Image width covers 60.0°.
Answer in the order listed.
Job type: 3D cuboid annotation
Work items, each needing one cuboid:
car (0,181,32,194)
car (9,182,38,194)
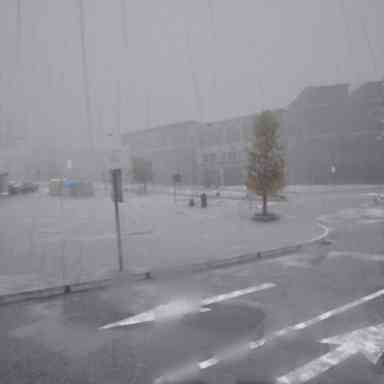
[{"bbox_3d":[-26.568,-0.747,49.322,2.231,1.521,4.892,1,6,17],"label":"car"},{"bbox_3d":[-24.210,-0.580,47.529,2.163,1.488,4.792,1,6,17],"label":"car"}]
